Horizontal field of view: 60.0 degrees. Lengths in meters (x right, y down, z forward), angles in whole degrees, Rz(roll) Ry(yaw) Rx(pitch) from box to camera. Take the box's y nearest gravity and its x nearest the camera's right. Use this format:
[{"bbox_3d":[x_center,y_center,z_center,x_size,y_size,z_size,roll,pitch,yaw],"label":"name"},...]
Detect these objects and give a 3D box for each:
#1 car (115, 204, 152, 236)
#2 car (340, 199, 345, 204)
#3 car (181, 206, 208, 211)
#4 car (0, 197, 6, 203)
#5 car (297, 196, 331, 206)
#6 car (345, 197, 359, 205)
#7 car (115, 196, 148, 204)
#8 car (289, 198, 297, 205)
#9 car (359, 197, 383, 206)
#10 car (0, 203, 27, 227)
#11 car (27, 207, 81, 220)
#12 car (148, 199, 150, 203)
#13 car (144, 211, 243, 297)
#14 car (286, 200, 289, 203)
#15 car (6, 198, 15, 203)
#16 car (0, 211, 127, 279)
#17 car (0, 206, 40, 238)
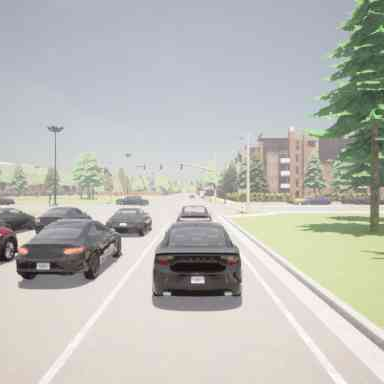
[{"bbox_3d":[-3.377,1.564,18.342,1.994,1.385,4.181,0,0,0],"label":"car"},{"bbox_3d":[29.589,1.601,60.491,4.718,1.301,1.895,0,0,0],"label":"car"},{"bbox_3d":[0.124,1.492,18.008,2.128,1.511,4.902,0,0,0],"label":"car"},{"bbox_3d":[-33.137,1.564,53.752,4.181,1.385,1.994,0,0,0],"label":"car"},{"bbox_3d":[19.940,1.526,53.468,4.674,1.442,1.812,0,0,0],"label":"car"},{"bbox_3d":[29.454,1.601,57.020,4.718,1.301,1.895,0,0,0],"label":"car"},{"bbox_3d":[-9.979,1.352,53.560,4.553,1.767,2.097,0,0,0],"label":"car"},{"bbox_3d":[19.773,1.478,56.972,5.008,1.535,1.882,0,0,0],"label":"car"},{"bbox_3d":[30.277,1.492,53.538,4.902,1.511,2.128,0,0,0],"label":"car"},{"bbox_3d":[-6.888,1.352,9.323,2.097,1.767,4.553,0,0,0],"label":"car"},{"bbox_3d":[-6.878,1.526,18.156,1.812,1.442,4.674,0,0,0],"label":"car"},{"bbox_3d":[-9.984,1.547,57.058,5.357,1.411,2.033,0,0,0],"label":"car"},{"bbox_3d":[0.111,1.478,8.641,1.882,1.535,5.008,0,0,0],"label":"car"},{"bbox_3d":[20.004,1.547,60.468,5.357,1.411,2.033,0,0,0],"label":"car"},{"bbox_3d":[-33.452,1.547,57.255,5.357,1.411,2.033,0,0,0],"label":"car"},{"bbox_3d":[-3.388,1.526,9.880,1.812,1.442,4.674,0,0,0],"label":"car"},{"bbox_3d":[-10.376,1.564,18.465,1.994,1.385,4.181,0,0,0],"label":"car"}]
